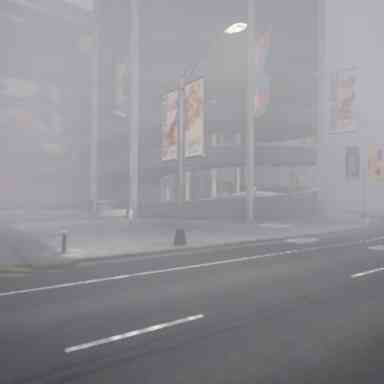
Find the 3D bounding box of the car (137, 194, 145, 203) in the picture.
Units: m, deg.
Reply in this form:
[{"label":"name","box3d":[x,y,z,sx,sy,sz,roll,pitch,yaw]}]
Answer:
[{"label":"car","box3d":[-11.105,1.343,63.838,2.435,2.045,5.566,1,0,-36]}]

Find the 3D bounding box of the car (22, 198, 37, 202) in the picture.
[{"label":"car","box3d":[-25.629,1.570,52.345,1.895,1.301,4.718,1,0,-36]}]
